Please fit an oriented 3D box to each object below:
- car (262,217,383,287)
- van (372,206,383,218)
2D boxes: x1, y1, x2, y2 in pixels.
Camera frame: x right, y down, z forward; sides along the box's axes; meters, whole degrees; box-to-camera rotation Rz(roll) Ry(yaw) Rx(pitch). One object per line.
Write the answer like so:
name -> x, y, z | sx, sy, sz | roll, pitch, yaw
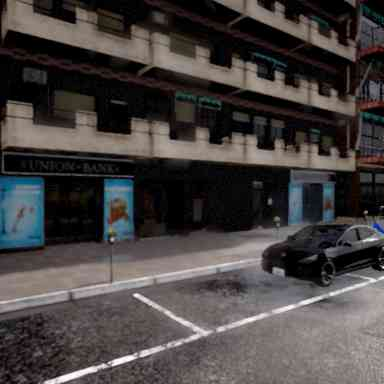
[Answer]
car -> 3.878, 1.556, 9.332 | 4.313, 1.339, 1.947 | 0, 0, -36
van -> 8.487, 1.329, 12.625 | 3.998, 1.788, 1.690 | 0, 0, -36
